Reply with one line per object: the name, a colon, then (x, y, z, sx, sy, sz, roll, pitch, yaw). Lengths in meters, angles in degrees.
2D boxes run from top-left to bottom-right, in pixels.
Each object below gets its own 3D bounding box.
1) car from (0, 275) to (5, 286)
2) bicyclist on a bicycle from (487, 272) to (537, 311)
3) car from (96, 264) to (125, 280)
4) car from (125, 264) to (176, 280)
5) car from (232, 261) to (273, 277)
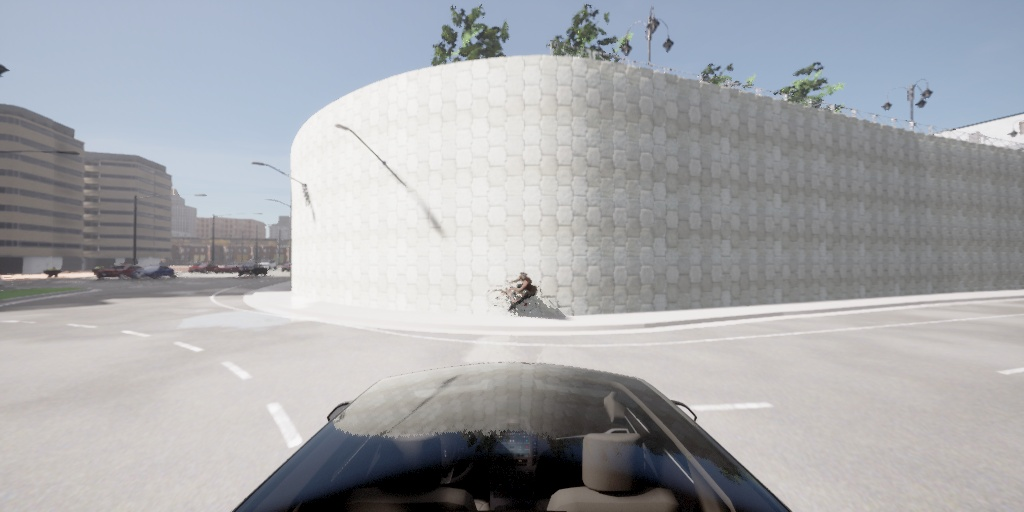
car: (-32.782, 1.483, 20.739, 1.812, 1.442, 4.674, 0, -1, -11)
bicyclist on a bicycle: (0.185, 1.108, 11.078, 1.656, 1.620, 0.582, 16, 39, -17)
car: (-40.910, 1.625, 37.731, 1.882, 1.535, 5.008, 0, -1, -17)
car: (-37.111, 1.669, 37.249, 1.812, 1.442, 4.674, 0, -1, -17)
car: (-31.584, 1.710, 43.861, 2.128, 1.511, 4.902, 0, -1, -17)
